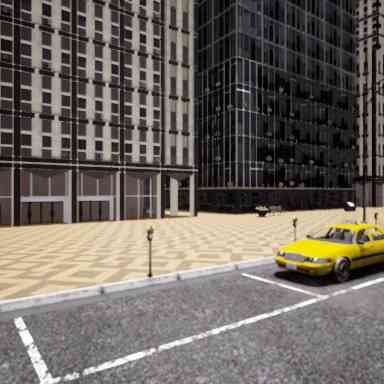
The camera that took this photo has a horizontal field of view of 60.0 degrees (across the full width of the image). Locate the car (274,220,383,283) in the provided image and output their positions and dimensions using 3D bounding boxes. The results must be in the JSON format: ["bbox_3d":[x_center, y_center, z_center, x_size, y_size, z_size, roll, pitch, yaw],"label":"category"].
[{"bbox_3d":[4.444,1.517,9.679,4.829,1.417,1.752,0,0,-35],"label":"car"}]
